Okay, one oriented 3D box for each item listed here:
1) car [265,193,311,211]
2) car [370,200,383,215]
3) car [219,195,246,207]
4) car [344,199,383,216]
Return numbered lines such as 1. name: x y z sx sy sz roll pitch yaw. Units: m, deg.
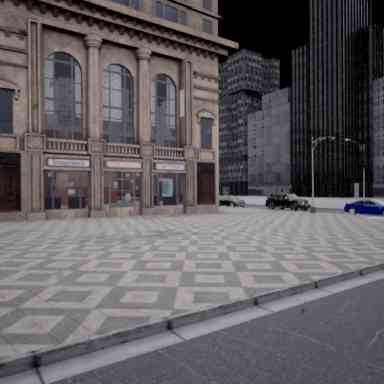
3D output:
1. car: 11.110 1.139 38.938 2.150 2.045 5.566 -1 0 -34
2. car: 19.819 1.522 31.603 1.895 1.301 4.718 -1 0 -33
3. car: 5.539 1.242 47.203 2.097 1.767 4.553 -1 0 -34
4. car: 16.680 1.423 30.701 1.882 1.535 5.008 -1 1 -35
